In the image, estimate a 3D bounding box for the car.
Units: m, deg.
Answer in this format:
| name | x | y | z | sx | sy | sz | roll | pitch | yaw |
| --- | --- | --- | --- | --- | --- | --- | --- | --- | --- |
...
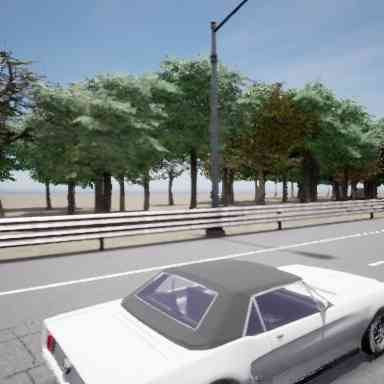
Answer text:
| name | x | y | z | sx | sy | sz | roll | pitch | yaw |
| --- | --- | --- | --- | --- | --- | --- | --- | --- | --- |
| car | 0.760 | 1.575 | 4.283 | 4.718 | 1.301 | 1.895 | -1 | 0 | -35 |
